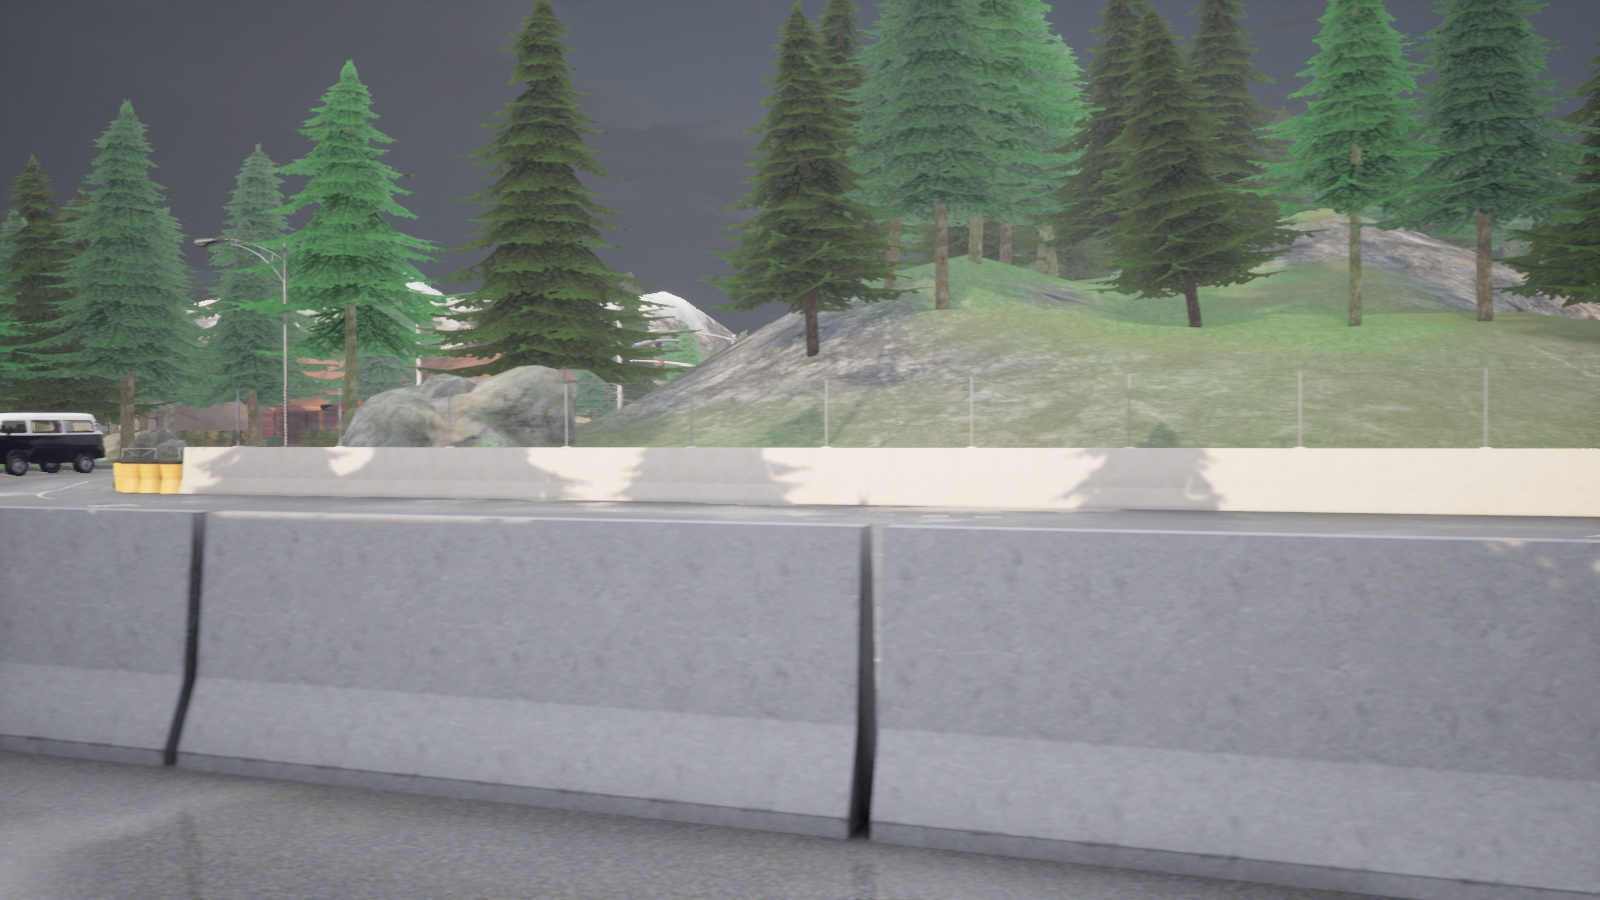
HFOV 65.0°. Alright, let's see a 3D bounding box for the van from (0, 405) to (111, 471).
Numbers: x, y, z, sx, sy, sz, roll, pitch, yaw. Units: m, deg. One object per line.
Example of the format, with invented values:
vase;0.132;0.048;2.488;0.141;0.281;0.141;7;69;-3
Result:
van;-25.178;-0.397;40.987;2.069;2.038;4.480;1;1;19
